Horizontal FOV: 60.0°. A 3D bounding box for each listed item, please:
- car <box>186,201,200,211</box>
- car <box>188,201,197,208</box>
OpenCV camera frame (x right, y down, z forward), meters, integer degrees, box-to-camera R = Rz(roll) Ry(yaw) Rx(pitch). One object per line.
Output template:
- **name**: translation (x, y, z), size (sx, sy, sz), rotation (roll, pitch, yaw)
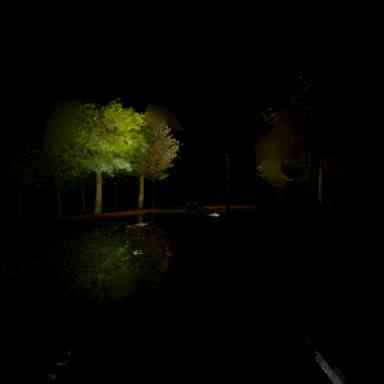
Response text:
- **car**: translation (0.136, 2.308, 53.488), size (1.837, 1.490, 4.892), rotation (0, -1, 0)
- **car**: translation (0.050, 2.640, 71.435), size (1.882, 1.535, 5.008), rotation (0, -1, 0)
